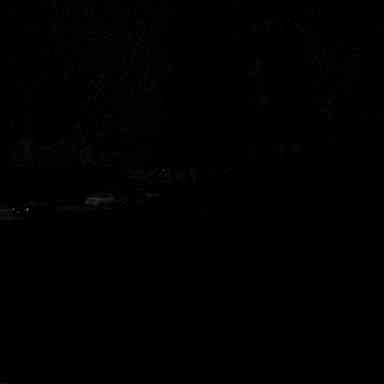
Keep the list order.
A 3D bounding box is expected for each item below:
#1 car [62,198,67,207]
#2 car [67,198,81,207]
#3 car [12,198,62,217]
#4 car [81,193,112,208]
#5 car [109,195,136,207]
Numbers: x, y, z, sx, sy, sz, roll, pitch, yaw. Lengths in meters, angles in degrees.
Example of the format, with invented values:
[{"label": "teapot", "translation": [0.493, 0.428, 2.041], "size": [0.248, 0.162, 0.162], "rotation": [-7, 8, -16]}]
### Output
[{"label": "car", "translation": [-20.343, 1.599, 52.805], "size": [1.994, 1.385, 4.181], "rotation": [0, 0, 13]}, {"label": "car", "translation": [-16.943, 1.611, 51.972], "size": [1.895, 1.301, 4.718], "rotation": [0, 0, 13]}, {"label": "car", "translation": [-14.702, 1.524, 31.362], "size": [1.812, 1.442, 4.674], "rotation": [0, 0, 13]}, {"label": "car", "translation": [-13.815, 1.224, 50.050], "size": [2.150, 2.045, 5.566], "rotation": [0, 0, 14]}, {"label": "car", "translation": [-10.124, 1.496, 50.393], "size": [1.882, 1.535, 5.008], "rotation": [0, 0, 13]}]
